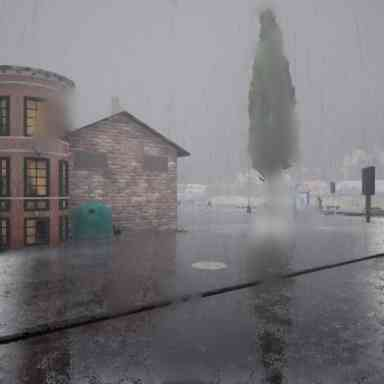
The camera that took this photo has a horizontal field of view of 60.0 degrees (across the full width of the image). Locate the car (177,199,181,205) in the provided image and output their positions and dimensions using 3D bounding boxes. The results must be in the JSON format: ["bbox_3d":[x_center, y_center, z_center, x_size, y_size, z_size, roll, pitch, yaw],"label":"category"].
[{"bbox_3d":[-3.841,1.564,59.777,1.994,1.385,4.181,0,0,-35],"label":"car"}]

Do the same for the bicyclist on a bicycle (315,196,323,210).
[{"bbox_3d":[15.350,1.349,40.171,1.656,1.620,0.582,0,0,-36],"label":"bicyclist on a bicycle"}]
